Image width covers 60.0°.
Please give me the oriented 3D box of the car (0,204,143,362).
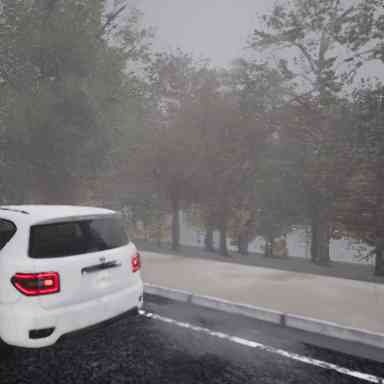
[{"bbox_3d":[-3.373,1.240,6.045,5.566,2.045,2.150,0,0,36],"label":"car"}]
